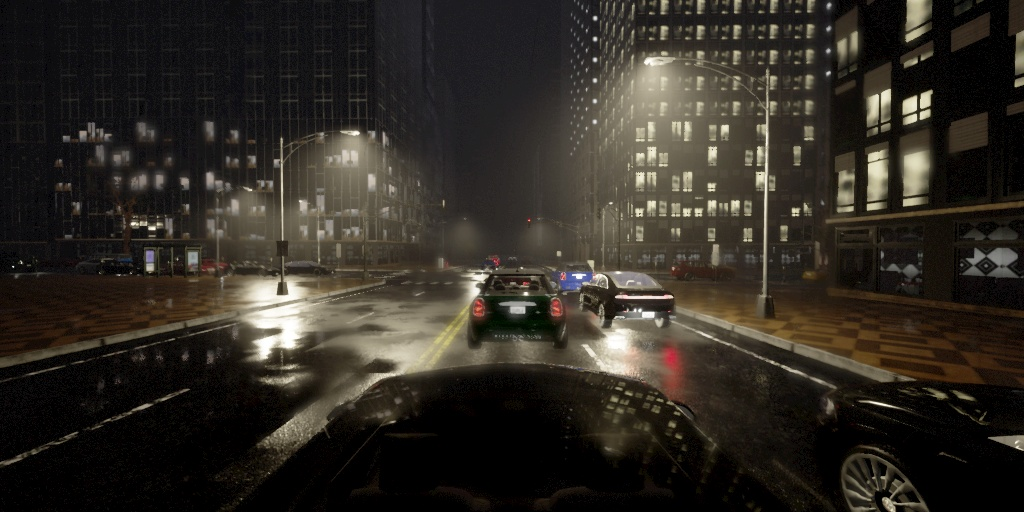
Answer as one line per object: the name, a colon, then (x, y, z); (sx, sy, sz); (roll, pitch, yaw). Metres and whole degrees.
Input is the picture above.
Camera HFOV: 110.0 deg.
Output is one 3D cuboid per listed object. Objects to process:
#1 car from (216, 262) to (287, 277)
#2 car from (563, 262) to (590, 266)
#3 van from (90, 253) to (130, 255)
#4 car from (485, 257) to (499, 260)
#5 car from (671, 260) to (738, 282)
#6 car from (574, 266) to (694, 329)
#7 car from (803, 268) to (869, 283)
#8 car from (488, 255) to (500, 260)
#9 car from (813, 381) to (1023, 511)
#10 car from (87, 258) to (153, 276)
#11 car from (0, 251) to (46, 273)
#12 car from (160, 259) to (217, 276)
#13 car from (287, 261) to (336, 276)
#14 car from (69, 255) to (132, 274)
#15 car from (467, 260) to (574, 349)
car: (-22.690, 1.173, 31.345); (4.313, 1.339, 1.948); (0, 0, 1)
car: (3.376, 1.092, 20.115); (2.097, 1.767, 4.553); (0, 0, 0)
van: (-45.233, 0.605, 40.344); (3.998, 1.789, 1.690); (0, 0, 1)
car: (-3.277, 1.241, 50.801); (1.812, 1.442, 4.674); (0, 0, 0)
car: (16.234, 1.269, 30.763); (5.009, 1.841, 2.192); (0, 0, 1)
car: (3.364, 1.237, 11.273); (2.128, 1.511, 4.902); (0, 0, 0)
car: (27.683, 1.579, 30.550); (4.829, 1.417, 1.751); (0, 0, 1)
car: (-3.246, 0.925, 61.025); (2.150, 2.045, 5.566); (0, 0, 0)
car: (3.344, 1.242, 0.881); (2.128, 1.511, 4.902); (0, 0, 0)
car: (-34.054, 1.069, 31.668); (4.313, 1.339, 1.948); (0, 0, 1)
car: (-49.577, 0.539, 34.684); (5.566, 2.045, 2.150); (1, 1, -1)
car: (-28.373, 1.138, 31.487); (4.207, 1.307, 1.802); (0, 0, 1)
car: (-19.661, 1.139, 33.972); (5.357, 1.411, 2.033); (0, 1, 0)
car: (-38.922, 0.942, 34.410); (4.674, 1.442, 1.812); (1, 1, 2)
car: (0.111, 1.099, 9.300); (2.097, 1.767, 4.553); (0, 0, 0)
